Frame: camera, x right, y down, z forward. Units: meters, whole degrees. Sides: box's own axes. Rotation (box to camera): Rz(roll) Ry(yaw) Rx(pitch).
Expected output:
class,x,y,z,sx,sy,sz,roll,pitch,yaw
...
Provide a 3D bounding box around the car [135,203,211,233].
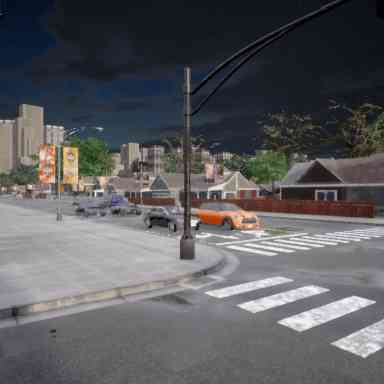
class,x,y,z,sx,sy,sz,roll,pitch,yaw
car,-1.312,1.592,20.585,2.128,1.511,4.902,0,0,-35

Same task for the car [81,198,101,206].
class,x,y,z,sx,sy,sz,roll,pitch,yaw
car,-19.115,1.906,62.605,2.033,1.411,5.357,0,0,-35

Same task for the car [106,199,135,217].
class,x,y,z,sx,sy,sz,roll,pitch,yaw
car,-6.706,1.750,33.770,1.994,1.385,4.181,0,0,-35

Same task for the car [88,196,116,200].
class,x,y,z,sx,sy,sz,roll,pitch,yaw
car,-13.382,1.785,49.106,1.837,1.490,4.892,0,0,-35

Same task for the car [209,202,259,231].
class,x,y,z,sx,sy,sz,roll,pitch,yaw
car,2.119,1.444,21.353,2.097,1.767,4.553,0,0,-35

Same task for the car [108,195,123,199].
class,x,y,z,sx,sy,sz,roll,pitch,yaw
car,-12.966,1.522,54.124,2.150,2.045,5.566,0,0,-36

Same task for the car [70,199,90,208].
class,x,y,z,sx,sy,sz,roll,pitch,yaw
car,-19.431,1.886,57.591,2.033,1.411,5.357,0,0,-34

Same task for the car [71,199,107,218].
class,x,y,z,sx,sy,sz,roll,pitch,yaw
car,-10.228,1.743,33.112,2.033,1.411,5.357,0,0,-35
